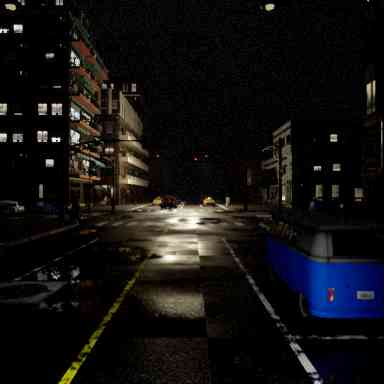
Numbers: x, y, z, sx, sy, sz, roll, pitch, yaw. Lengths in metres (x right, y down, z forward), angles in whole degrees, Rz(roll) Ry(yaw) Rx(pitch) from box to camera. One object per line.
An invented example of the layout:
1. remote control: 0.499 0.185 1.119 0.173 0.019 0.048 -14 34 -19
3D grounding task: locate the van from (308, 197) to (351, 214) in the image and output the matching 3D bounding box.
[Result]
1. van: 14.886 1.424 36.215 3.998 1.788 1.690 0 0 0

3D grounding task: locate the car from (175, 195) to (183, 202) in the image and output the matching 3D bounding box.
1. car: -3.029 1.576 79.701 1.812 1.442 4.674 0 0 0

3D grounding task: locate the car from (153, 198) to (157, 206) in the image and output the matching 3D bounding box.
1. car: -5.709 1.566 57.092 1.752 1.417 4.829 0 0 0

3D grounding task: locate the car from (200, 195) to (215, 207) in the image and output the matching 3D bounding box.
1. car: 2.674 1.559 51.897 1.752 1.417 4.829 0 0 0

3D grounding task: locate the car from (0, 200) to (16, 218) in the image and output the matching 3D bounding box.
1. car: -17.476 1.533 27.744 4.206 1.307 1.802 0 0 0

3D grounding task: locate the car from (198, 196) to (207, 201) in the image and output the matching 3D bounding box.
1. car: 2.661 1.638 84.961 2.008 1.369 4.403 0 0 0

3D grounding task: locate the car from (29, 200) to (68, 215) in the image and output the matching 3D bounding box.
1. car: -15.247 1.530 33.194 5.357 1.411 2.033 0 0 5

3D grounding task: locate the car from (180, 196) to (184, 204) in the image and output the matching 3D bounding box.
1. car: -3.076 1.527 63.785 1.882 1.535 5.008 0 0 0

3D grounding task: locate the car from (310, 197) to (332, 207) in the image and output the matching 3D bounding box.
1. car: 14.898 1.548 33.624 5.008 1.535 1.882 0 0 0

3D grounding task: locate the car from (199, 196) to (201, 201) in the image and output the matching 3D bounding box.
1. car: 2.669 1.630 62.805 1.802 1.307 4.206 0 0 0

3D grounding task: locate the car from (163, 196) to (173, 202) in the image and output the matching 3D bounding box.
1. car: -5.717 1.627 79.419 2.008 1.369 4.403 0 0 0

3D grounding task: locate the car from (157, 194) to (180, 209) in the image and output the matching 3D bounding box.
1. car: -3.093 1.377 44.479 2.097 1.767 4.553 0 0 0

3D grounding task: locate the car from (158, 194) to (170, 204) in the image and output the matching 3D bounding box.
1. car: -5.712 1.372 68.341 2.192 1.841 5.009 0 0 0

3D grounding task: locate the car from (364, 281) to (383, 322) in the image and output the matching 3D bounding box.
1. car: 2.660 1.582 1.251 1.802 1.307 4.206 0 0 0

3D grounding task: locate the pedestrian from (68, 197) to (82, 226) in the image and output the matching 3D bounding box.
1. pedestrian: -7.393 1.172 21.035 0.375 1.860 0.375 0 0 0

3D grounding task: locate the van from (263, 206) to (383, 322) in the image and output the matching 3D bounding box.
1. van: 2.658 1.342 6.940 1.690 1.788 3.998 0 0 0

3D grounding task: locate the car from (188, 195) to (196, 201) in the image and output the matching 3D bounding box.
1. car: -0.032 1.462 88.535 1.882 1.535 5.008 0 0 0

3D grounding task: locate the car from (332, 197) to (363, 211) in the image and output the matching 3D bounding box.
1. car: 14.912 1.357 27.836 5.009 1.841 2.192 0 0 0

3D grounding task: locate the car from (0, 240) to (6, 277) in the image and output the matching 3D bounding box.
1. car: -5.690 1.567 6.962 1.947 1.339 4.313 0 0 0

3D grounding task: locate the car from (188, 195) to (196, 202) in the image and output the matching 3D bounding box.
1. car: -0.029 1.614 78.114 2.033 1.411 5.357 0 0 0

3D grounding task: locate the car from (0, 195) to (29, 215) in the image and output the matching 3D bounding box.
1. car: -18.390 1.183 30.330 5.566 2.045 2.150 0 0 0
